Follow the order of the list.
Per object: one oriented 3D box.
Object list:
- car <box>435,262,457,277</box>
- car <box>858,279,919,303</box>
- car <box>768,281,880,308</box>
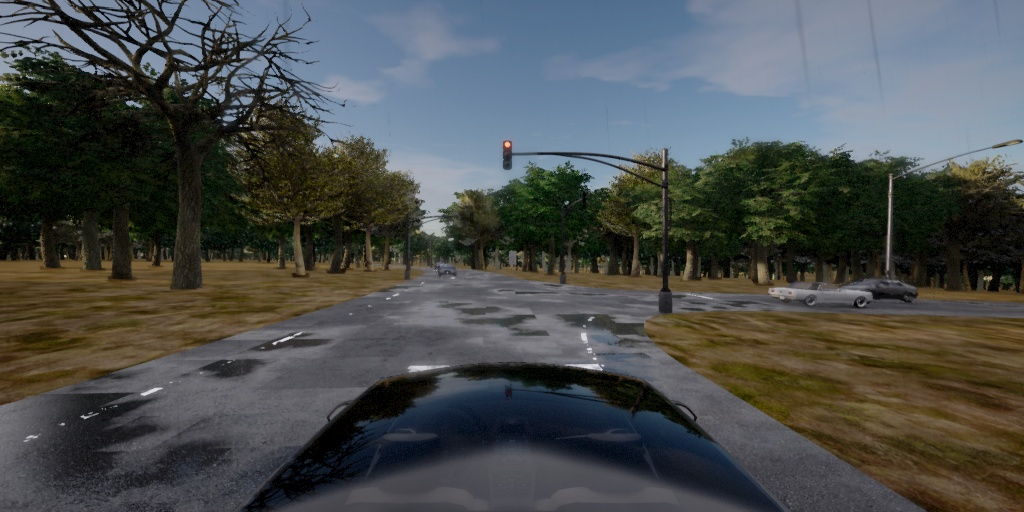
[{"bbox_3d":[-7.204,1.625,40.073,1.994,1.385,4.181,0,-1,-10],"label":"car"},{"bbox_3d":[24.550,2.321,24.307,4.902,1.511,2.128,2,0,-3],"label":"car"},{"bbox_3d":[17.436,2.149,20.296,4.718,1.301,1.895,2,0,-3],"label":"car"}]
